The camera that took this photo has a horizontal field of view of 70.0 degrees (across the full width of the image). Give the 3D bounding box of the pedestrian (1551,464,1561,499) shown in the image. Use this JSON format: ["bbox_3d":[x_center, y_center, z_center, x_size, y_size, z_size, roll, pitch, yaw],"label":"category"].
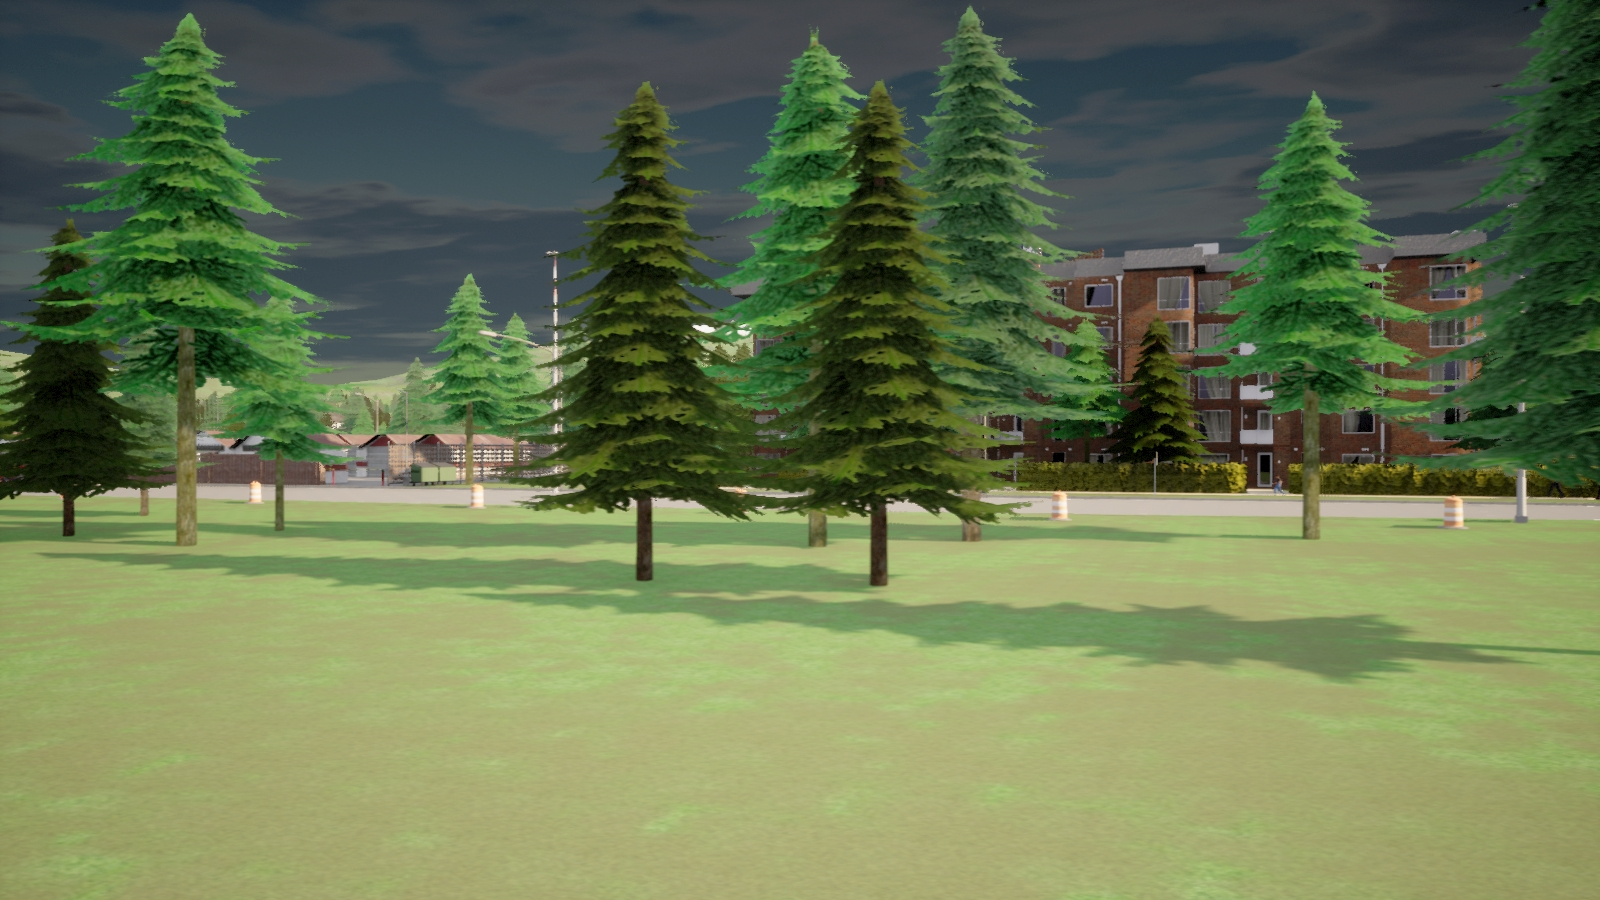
[{"bbox_3d":[40.921,1.694,61.815,0.375,1.860,0.375,0,0,22],"label":"pedestrian"}]

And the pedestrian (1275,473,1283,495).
[{"bbox_3d":[27.944,1.975,66.651,0.375,1.300,0.375,0,0,19],"label":"pedestrian"}]
